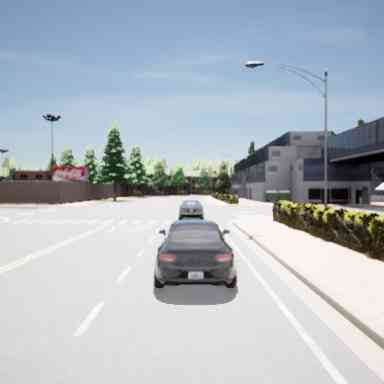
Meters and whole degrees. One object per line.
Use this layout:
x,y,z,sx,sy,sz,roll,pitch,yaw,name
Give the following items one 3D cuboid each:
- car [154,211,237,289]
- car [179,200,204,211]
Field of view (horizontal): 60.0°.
0.068,1.450,8.834,1.812,1.442,4.674,0,1,0,car
-0.048,1.331,25.497,2.033,1.411,5.357,0,1,0,car
